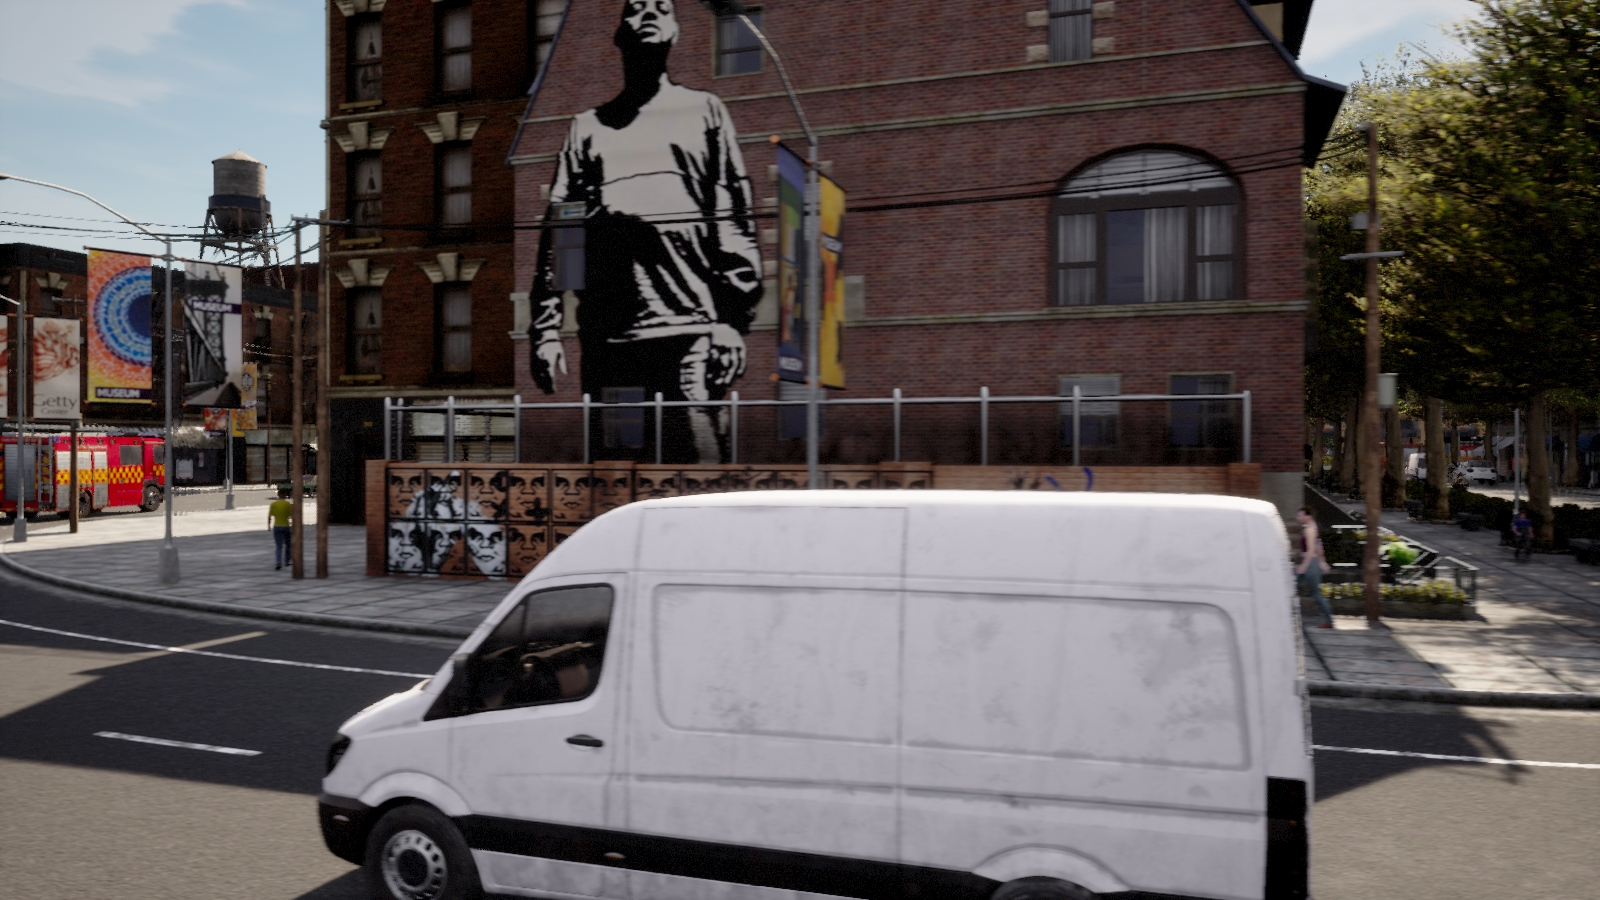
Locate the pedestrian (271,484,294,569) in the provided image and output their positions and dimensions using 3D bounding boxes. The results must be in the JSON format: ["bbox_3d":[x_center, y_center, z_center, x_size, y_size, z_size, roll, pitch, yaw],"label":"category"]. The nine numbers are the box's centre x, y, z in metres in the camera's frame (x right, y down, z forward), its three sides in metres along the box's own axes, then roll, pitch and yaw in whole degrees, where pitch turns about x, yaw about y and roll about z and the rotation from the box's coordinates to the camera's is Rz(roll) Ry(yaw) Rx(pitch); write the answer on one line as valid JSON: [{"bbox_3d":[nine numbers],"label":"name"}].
[{"bbox_3d":[-11.537,1.697,25.475,0.375,1.860,0.375,0,0,-10],"label":"pedestrian"}]

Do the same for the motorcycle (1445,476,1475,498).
[{"bbox_3d":[39.766,2.208,68.872,0.867,1.251,2.209,1,0,12],"label":"motorcycle"}]

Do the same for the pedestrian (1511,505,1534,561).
[{"bbox_3d":[17.225,1.979,27.241,0.375,1.300,0.375,0,0,18],"label":"pedestrian"}]

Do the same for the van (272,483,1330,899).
[{"bbox_3d":[-0.117,1.534,6.973,5.915,2.561,1.988,0,0,19],"label":"van"}]

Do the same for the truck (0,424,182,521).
[{"bbox_3d":[-30.322,0.892,49.131,2.891,3.827,8.468,0,0,0],"label":"truck"}]

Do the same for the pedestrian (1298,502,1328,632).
[{"bbox_3d":[7.509,1.697,16.735,0.375,1.860,0.375,0,0,21],"label":"pedestrian"}]

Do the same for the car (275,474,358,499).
[{"bbox_3d":[-28.736,2.157,68.117,1.895,1.301,4.718,0,0,19],"label":"car"}]
